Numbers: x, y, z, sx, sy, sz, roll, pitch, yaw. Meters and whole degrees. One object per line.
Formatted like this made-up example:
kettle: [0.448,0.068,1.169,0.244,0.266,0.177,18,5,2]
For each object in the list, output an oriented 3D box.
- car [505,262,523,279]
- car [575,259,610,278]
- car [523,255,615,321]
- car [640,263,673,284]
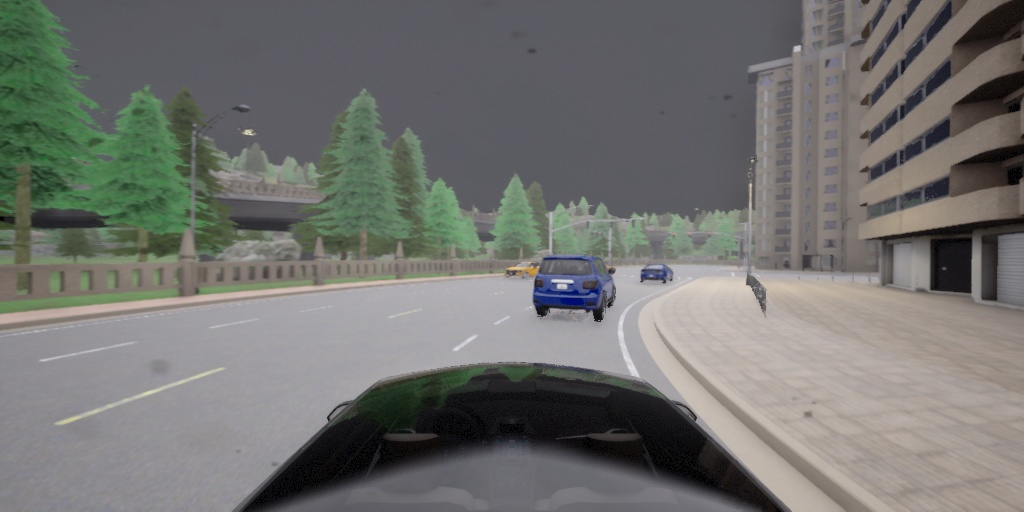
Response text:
car: [1.256,1.234,32.418,1.882,1.535,5.008,1,0,33]
car: [8.422,1.195,37.079,2.097,1.767,4.553,1,0,32]
car: [2.415,0.998,13.008,2.150,2.045,5.566,0,0,21]
car: [11.872,1.369,29.258,1.882,1.535,5.008,1,0,32]
